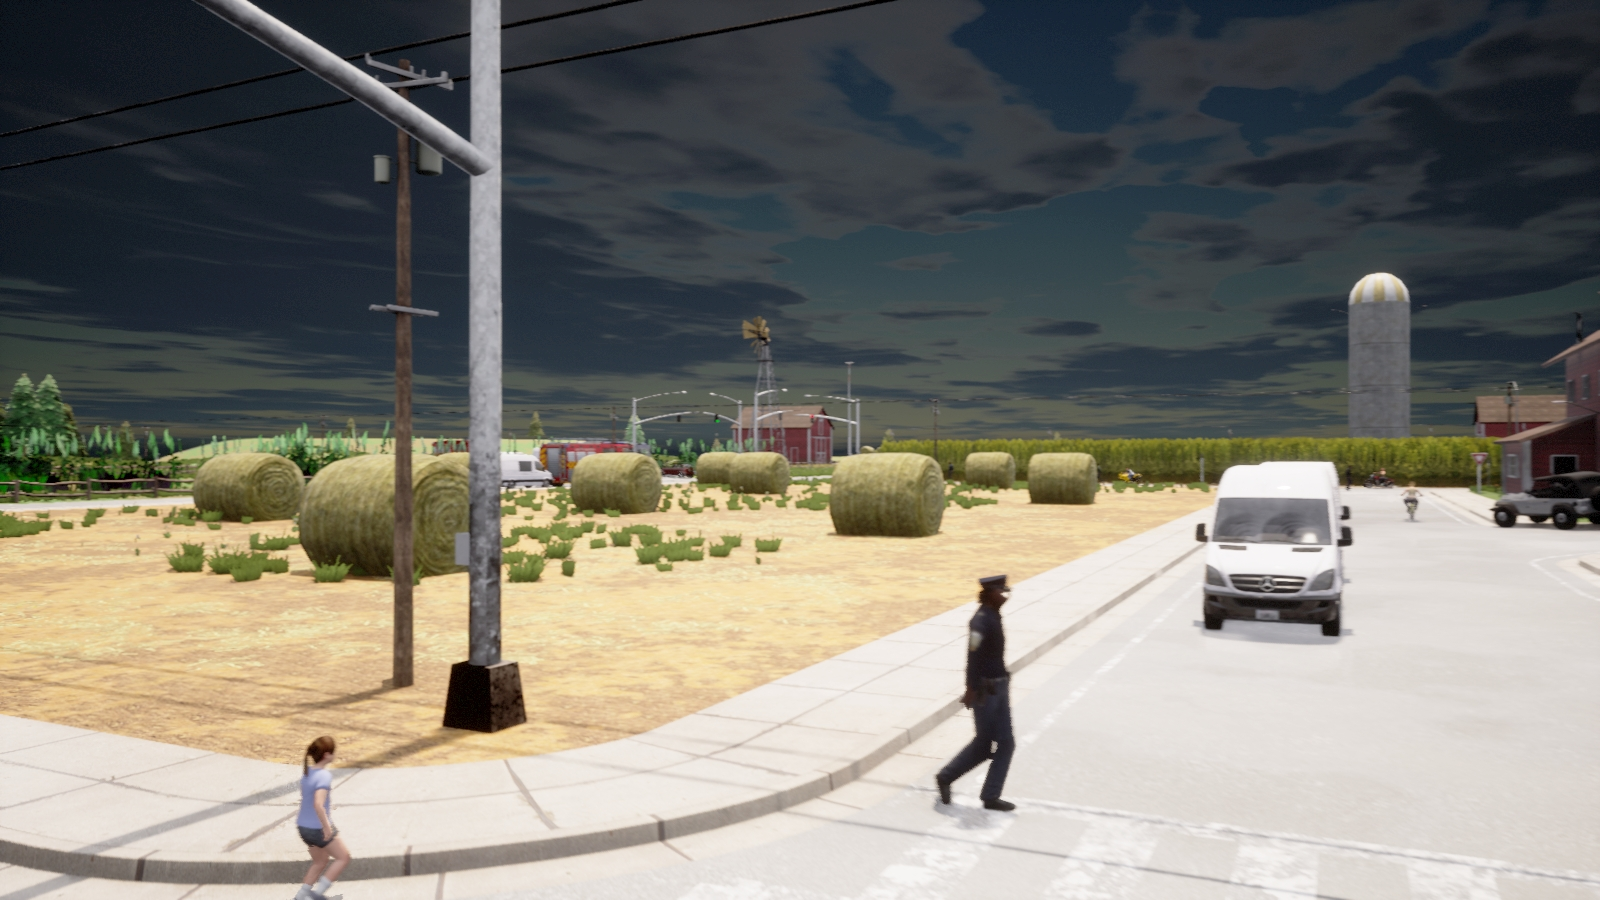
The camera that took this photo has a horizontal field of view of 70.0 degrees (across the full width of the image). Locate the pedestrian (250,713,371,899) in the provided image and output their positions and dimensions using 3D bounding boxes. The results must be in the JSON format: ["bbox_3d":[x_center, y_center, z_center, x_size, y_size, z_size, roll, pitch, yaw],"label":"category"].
[{"bbox_3d":[-2.977,2.230,6.959,0.500,1.100,0.500,0,0,39],"label":"pedestrian"}]

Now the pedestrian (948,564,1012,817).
[{"bbox_3d":[1.397,1.837,8.865,0.375,1.860,0.375,0,0,30],"label":"pedestrian"}]

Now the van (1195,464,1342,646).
[{"bbox_3d":[8.113,1.538,19.423,1.988,2.561,5.915,0,0,25],"label":"van"}]

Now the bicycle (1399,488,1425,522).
[{"bbox_3d":[24.743,2.211,46.204,0.859,1.276,1.487,0,0,26],"label":"bicycle"}]
